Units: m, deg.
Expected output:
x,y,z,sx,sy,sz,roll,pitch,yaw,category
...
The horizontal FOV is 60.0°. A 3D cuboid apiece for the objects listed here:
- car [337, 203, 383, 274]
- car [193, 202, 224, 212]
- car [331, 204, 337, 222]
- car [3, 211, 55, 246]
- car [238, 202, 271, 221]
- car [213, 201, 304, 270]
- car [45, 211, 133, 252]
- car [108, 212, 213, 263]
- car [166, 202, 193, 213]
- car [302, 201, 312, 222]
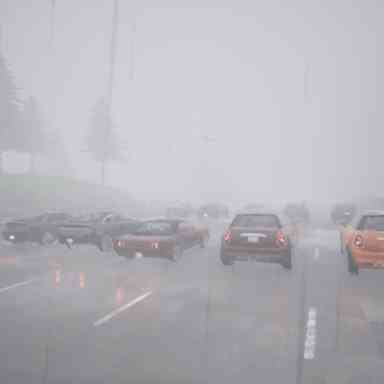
x,y,z,sx,sy,sz,roll,pitch,yaw,category
5.811,1.322,10.261,2.097,1.767,4.553,-1,0,22,car
2.004,1.617,29.337,1.837,1.490,4.892,-1,0,21,car
11.937,1.519,25.916,1.994,1.385,4.181,-1,0,21,car
-6.787,1.681,16.465,1.837,1.490,4.892,-1,0,21,car
5.468,1.623,28.591,1.994,1.385,4.181,-1,0,21,car
2.523,1.374,11.461,2.097,1.767,4.553,-1,0,22,car
-3.693,1.616,14.773,2.128,1.511,4.902,-1,0,22,car
-0.838,1.675,12.463,1.895,1.301,4.718,-1,0,22,car
-0.921,1.688,31.467,1.812,1.442,4.674,-1,0,21,car
8.502,1.499,26.738,2.128,1.511,4.902,-1,0,21,car
